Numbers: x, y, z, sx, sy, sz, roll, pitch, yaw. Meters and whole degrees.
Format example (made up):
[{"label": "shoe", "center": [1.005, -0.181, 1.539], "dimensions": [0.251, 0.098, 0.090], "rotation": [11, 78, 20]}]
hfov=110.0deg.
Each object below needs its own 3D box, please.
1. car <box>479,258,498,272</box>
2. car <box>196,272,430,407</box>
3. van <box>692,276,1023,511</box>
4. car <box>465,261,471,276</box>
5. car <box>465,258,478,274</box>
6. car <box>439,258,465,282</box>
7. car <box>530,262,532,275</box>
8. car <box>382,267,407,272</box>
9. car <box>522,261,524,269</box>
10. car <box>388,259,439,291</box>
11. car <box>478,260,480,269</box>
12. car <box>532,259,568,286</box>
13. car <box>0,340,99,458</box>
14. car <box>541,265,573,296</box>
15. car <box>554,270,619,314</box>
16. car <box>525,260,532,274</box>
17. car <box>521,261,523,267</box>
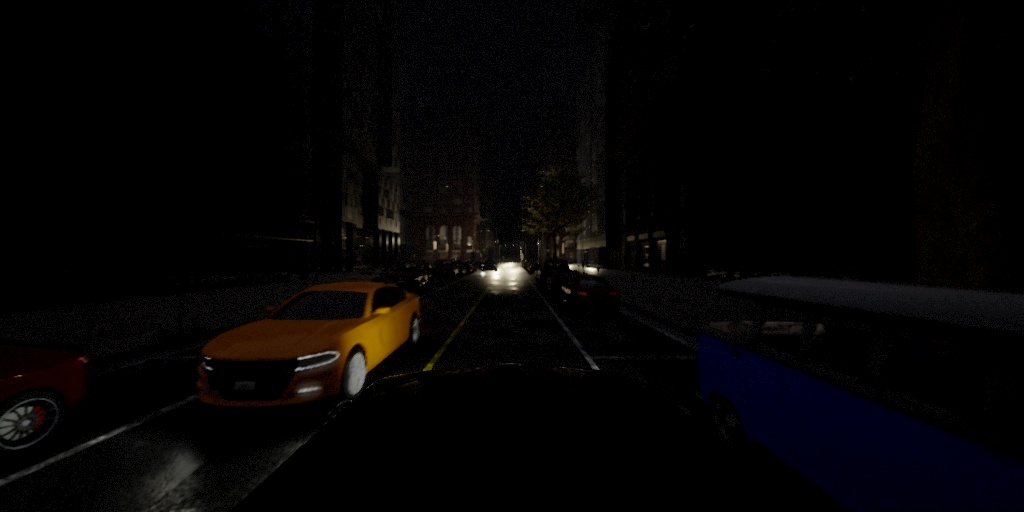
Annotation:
[{"label": "car", "center": [-3.080, 1.280, 49.305], "dimensions": [2.097, 1.767, 4.553], "rotation": [0, 0, 0]}, {"label": "car", "center": [-3.102, 1.238, 6.659], "dimensions": [1.882, 1.535, 5.008], "rotation": [0, 0, 0]}, {"label": "van", "center": [2.857, 1.093, 2.441], "dimensions": [1.690, 1.789, 3.998], "rotation": [0, 0, 0]}, {"label": "car", "center": [-5.674, 1.438, 36.282], "dimensions": [1.948, 1.339, 4.313], "rotation": [0, 0, 0]}, {"label": "car", "center": [-5.675, 1.210, 41.920], "dimensions": [2.192, 1.841, 5.009], "rotation": [0, 0, 0]}, {"label": "car", "center": [-5.673, 1.163, 30.643], "dimensions": [2.192, 1.841, 5.009], "rotation": [0, 0, 0]}, {"label": "car", "center": [2.852, 1.394, 30.636], "dimensions": [1.888, 1.381, 4.507], "rotation": [0, 0, 0]}, {"label": "car", "center": [-5.670, 1.306, 13.558], "dimensions": [1.751, 1.417, 4.829], "rotation": [0, 0, 0]}, {"label": "car", "center": [2.848, 1.530, 53.194], "dimensions": [1.802, 1.307, 4.207], "rotation": [0, 0, 0]}, {"label": "car", "center": [-5.671, 1.116, 19.365], "dimensions": [2.192, 1.841, 5.009], "rotation": [0, 0, 0]}, {"label": "car", "center": [-5.676, 1.466, 47.559], "dimensions": [1.888, 1.381, 4.507], "rotation": [0, 0, 0]}, {"label": "car", "center": [2.853, 1.140, 24.997], "dimensions": [2.192, 1.841, 5.009], "rotation": [0, 0, 0]}, {"label": "car", "center": [-5.668, 1.333, 2.451], "dimensions": [1.802, 1.307, 4.207], "rotation": [0, 0, 0]}, {"label": "car", "center": [2.854, 1.368, 19.356], "dimensions": [1.948, 1.339, 4.313], "rotation": [0, 0, 0]}, {"label": "car", "center": [2.855, 1.363, 13.719], "dimensions": [1.802, 1.307, 4.207], "rotation": [0, 0, 0]}, {"label": "car", "center": [2.850, 1.462, 41.915], "dimensions": [1.948, 1.339, 4.313], "rotation": [0, 0, 0]}, {"label": "car", "center": [2.847, 1.416, 58.833], "dimensions": [1.967, 1.591, 4.097], "rotation": [0, 0, 0]}]
